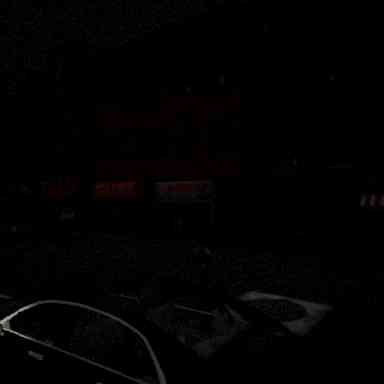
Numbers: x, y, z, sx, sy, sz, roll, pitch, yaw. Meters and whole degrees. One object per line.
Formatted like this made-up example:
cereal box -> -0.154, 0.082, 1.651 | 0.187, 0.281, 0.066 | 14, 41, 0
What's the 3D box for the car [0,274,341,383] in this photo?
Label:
car -> -0.831, 1.562, 3.414 | 4.403, 1.369, 2.008 | 0, -1, 36
